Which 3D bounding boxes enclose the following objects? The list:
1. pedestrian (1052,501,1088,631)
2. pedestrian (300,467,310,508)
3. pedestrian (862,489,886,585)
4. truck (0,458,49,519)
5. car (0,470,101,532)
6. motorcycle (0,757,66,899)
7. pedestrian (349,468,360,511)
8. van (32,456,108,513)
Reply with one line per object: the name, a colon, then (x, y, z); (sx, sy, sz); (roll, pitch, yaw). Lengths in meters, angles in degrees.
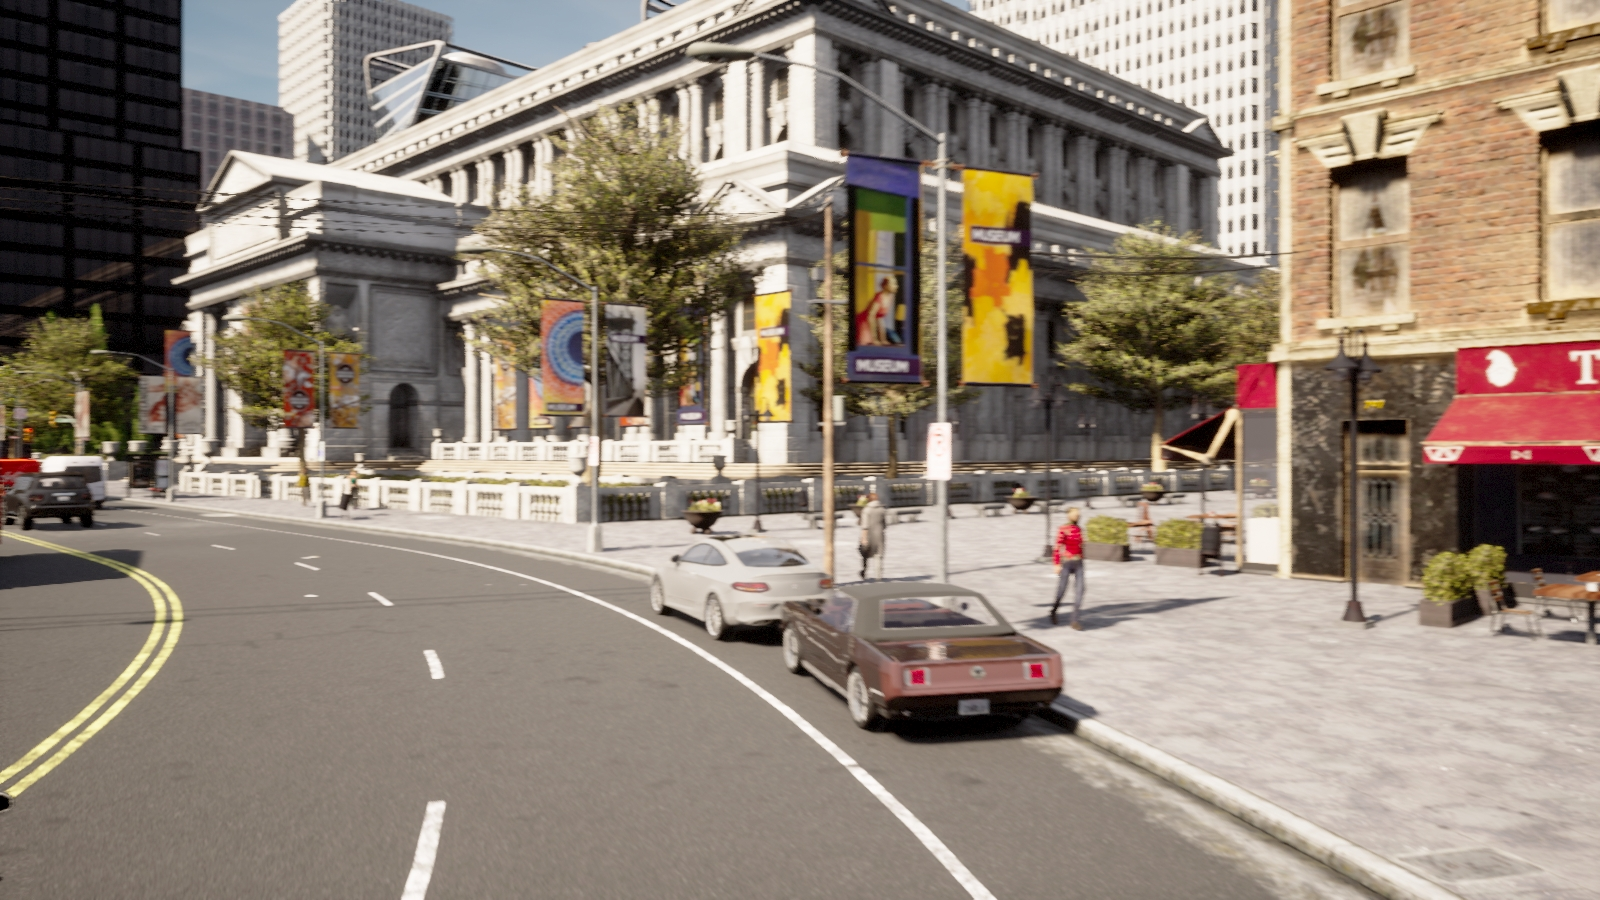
pedestrian: (3.969, 1.692, 16.813); (0.375, 1.860, 0.375); (0, 0, -17)
pedestrian: (-22.805, 1.730, 52.615); (0.375, 1.860, 0.375); (0, 0, -32)
pedestrian: (1.448, 1.693, 22.404); (0.375, 1.860, 0.375); (0, 0, -17)
truck: (-34.431, 1.619, 49.198); (2.627, 2.467, 5.204); (0, 0, -44)
car: (-27.771, 1.821, 42.244); (2.150, 2.045, 5.566); (0, 0, -43)
motorcycle: (-4.027, 2.211, 4.720); (0.867, 1.251, 2.209); (-1, 0, -9)
pedestrian: (-19.578, 1.727, 50.180); (0.375, 1.860, 0.375); (0, 0, -37)
van: (-35.232, 1.586, 55.100); (1.988, 2.561, 5.915); (0, 0, -44)
